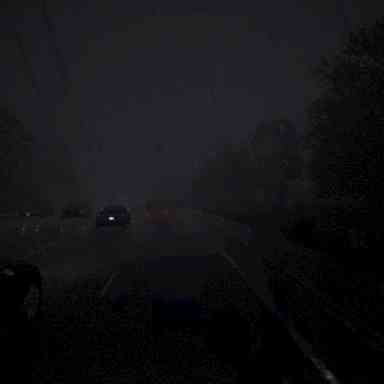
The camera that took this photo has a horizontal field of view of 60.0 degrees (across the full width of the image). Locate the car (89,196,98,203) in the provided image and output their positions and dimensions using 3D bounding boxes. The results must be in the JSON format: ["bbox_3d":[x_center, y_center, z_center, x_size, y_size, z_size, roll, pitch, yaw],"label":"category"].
[{"bbox_3d":[-20.856,1.526,69.669,1.837,1.490,4.892,0,0,-11],"label":"car"}]

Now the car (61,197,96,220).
[{"bbox_3d":[-9.749,1.492,28.439,1.882,1.535,5.008,0,0,-9],"label":"car"}]

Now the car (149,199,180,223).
[{"bbox_3d":[-2.043,1.556,25.525,2.033,1.411,5.357,0,0,-8],"label":"car"}]

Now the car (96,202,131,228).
[{"bbox_3d":[-5.136,1.575,22.160,1.994,1.385,4.181,0,0,-7],"label":"car"}]

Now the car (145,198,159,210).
[{"bbox_3d":[-4.904,1.506,42.661,2.128,1.511,4.902,0,0,-10],"label":"car"}]

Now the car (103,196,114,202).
[{"bbox_3d":[-17.024,1.577,68.281,1.994,1.385,4.181,0,0,-11],"label":"car"}]

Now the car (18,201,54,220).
[{"bbox_3d":[-13.335,1.509,28.726,2.128,1.511,4.902,0,0,-9],"label":"car"}]

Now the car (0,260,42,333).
[{"bbox_3d":[-3.596,1.498,4.172,2.128,1.511,4.902,0,0,-2],"label":"car"}]
